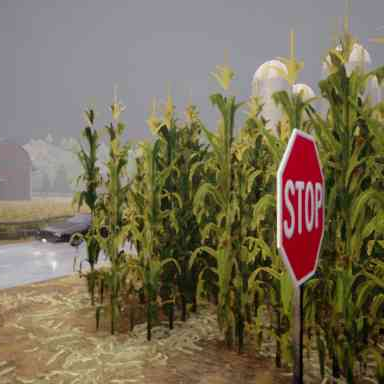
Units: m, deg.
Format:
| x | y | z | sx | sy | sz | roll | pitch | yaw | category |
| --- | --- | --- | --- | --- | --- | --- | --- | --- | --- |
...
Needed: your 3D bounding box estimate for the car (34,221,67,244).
| x | y | z | sx | sy | sz | roll | pitch | yaw | category |
| --- | --- | --- | --- | --- | --- | --- | --- | --- | --- |
| -4.947 | 1.746 | 16.704 | 2.033 | 1.411 | 5.357 | 0 | 0 | 34 | car |
